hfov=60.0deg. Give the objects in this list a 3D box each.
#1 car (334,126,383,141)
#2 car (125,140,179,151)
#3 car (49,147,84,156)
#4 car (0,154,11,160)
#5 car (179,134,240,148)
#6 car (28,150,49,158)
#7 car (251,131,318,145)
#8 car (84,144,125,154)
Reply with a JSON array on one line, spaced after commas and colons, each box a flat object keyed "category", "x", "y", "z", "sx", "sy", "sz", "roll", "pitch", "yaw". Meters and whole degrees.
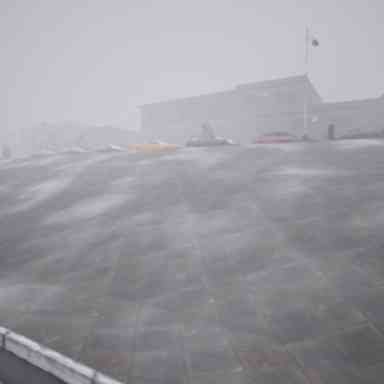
[{"category": "car", "x": 11.499, "y": -3.427, "z": 21.139, "sx": 4.674, "sy": 1.452, "sz": 2.002, "roll": 1, "pitch": 1, "yaw": 28}, {"category": "car", "x": -3.110, "y": -3.807, "z": 29.363, "sx": 5.008, "sy": 1.535, "sz": 2.097, "roll": 1, "pitch": 1, "yaw": 32}, {"category": "car", "x": -12.468, "y": -4.027, "z": 35.321, "sx": 4.892, "sy": 1.521, "sz": 2.231, "roll": 1, "pitch": 1, "yaw": 34}, {"category": "car", "x": -26.075, "y": -4.396, "z": 44.579, "sx": 4.553, "sy": 1.767, "sz": 2.185, "roll": 1, "pitch": 1, "yaw": 34}, {"category": "car", "x": 1.644, "y": -3.821, "z": 26.546, "sx": 4.553, "sy": 1.767, "sz": 2.185, "roll": 1, "pitch": 1, "yaw": 31}, {"category": "car", "x": -17.035, "y": -4.117, "z": 38.421, "sx": 4.892, "sy": 1.521, "sz": 2.231, "roll": 1, "pitch": 1, "yaw": 34}, {"category": "car", "x": 6.636, "y": -3.549, "z": 23.746, "sx": 4.792, "sy": 1.488, "sz": 2.163, "roll": 1, "pitch": 1, "yaw": 29}, {"category": "car", "x": -7.822, "y": -3.880, "z": 32.292, "sx": 4.674, "sy": 1.452, "sz": 2.002, "roll": 1, "pitch": 1, "yaw": 33}]
